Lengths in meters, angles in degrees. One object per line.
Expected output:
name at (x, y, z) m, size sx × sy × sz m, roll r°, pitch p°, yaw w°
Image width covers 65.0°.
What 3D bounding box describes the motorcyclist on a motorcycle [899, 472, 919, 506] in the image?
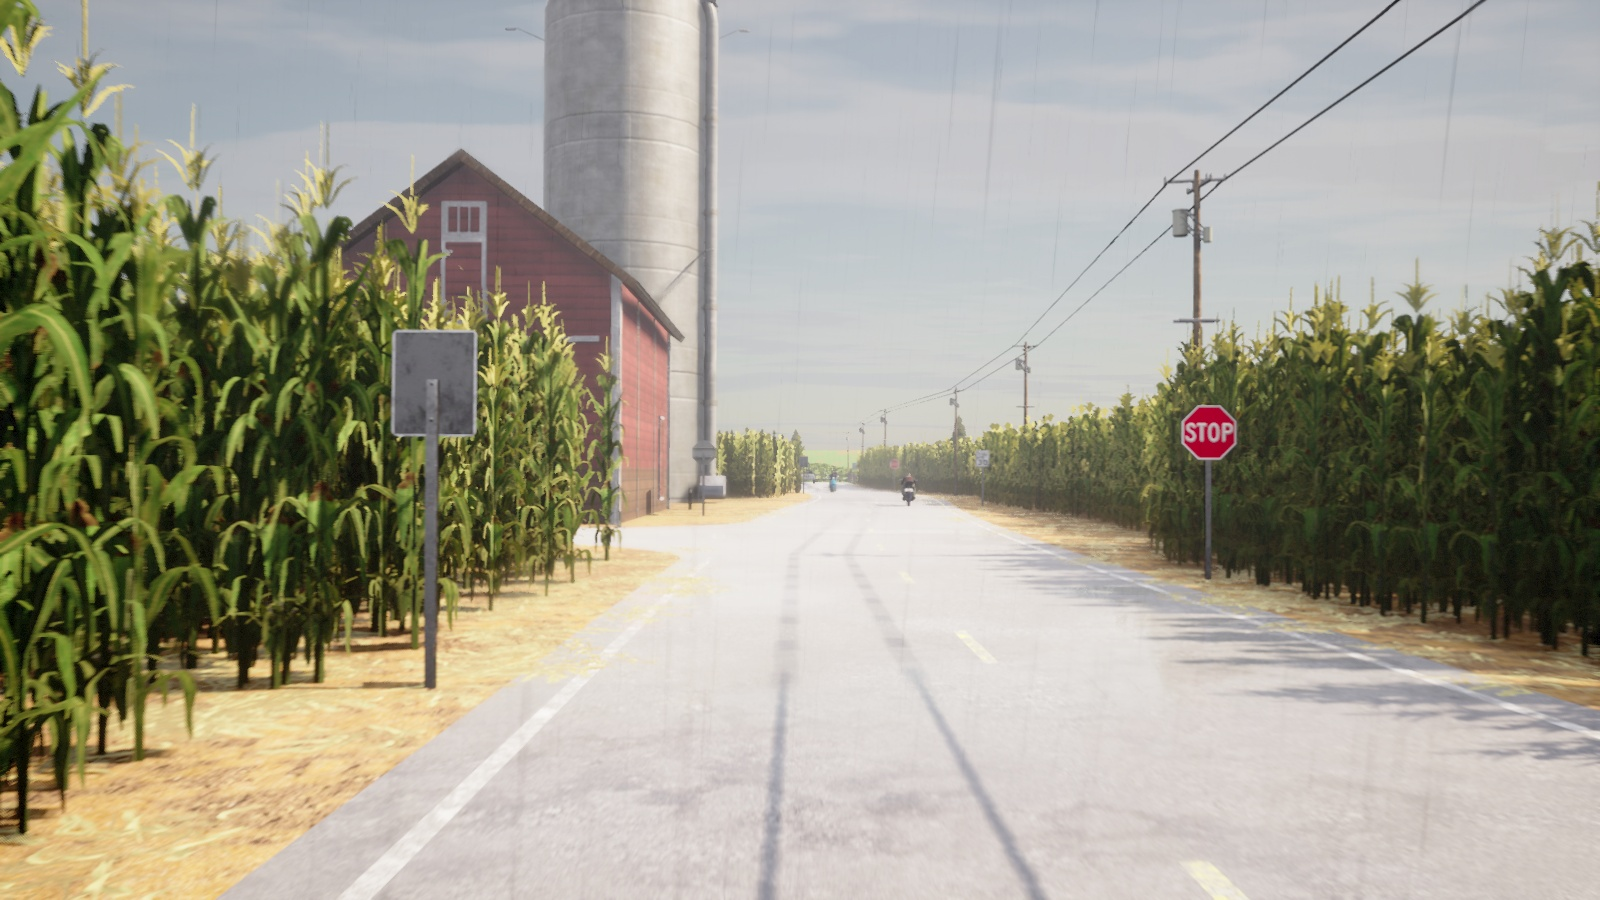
motorcyclist on a motorcycle at (5.014, 1.797, 57.788) m, size 0.866 × 1.530 × 2.191 m, roll 0°, pitch -1°, yaw 5°
